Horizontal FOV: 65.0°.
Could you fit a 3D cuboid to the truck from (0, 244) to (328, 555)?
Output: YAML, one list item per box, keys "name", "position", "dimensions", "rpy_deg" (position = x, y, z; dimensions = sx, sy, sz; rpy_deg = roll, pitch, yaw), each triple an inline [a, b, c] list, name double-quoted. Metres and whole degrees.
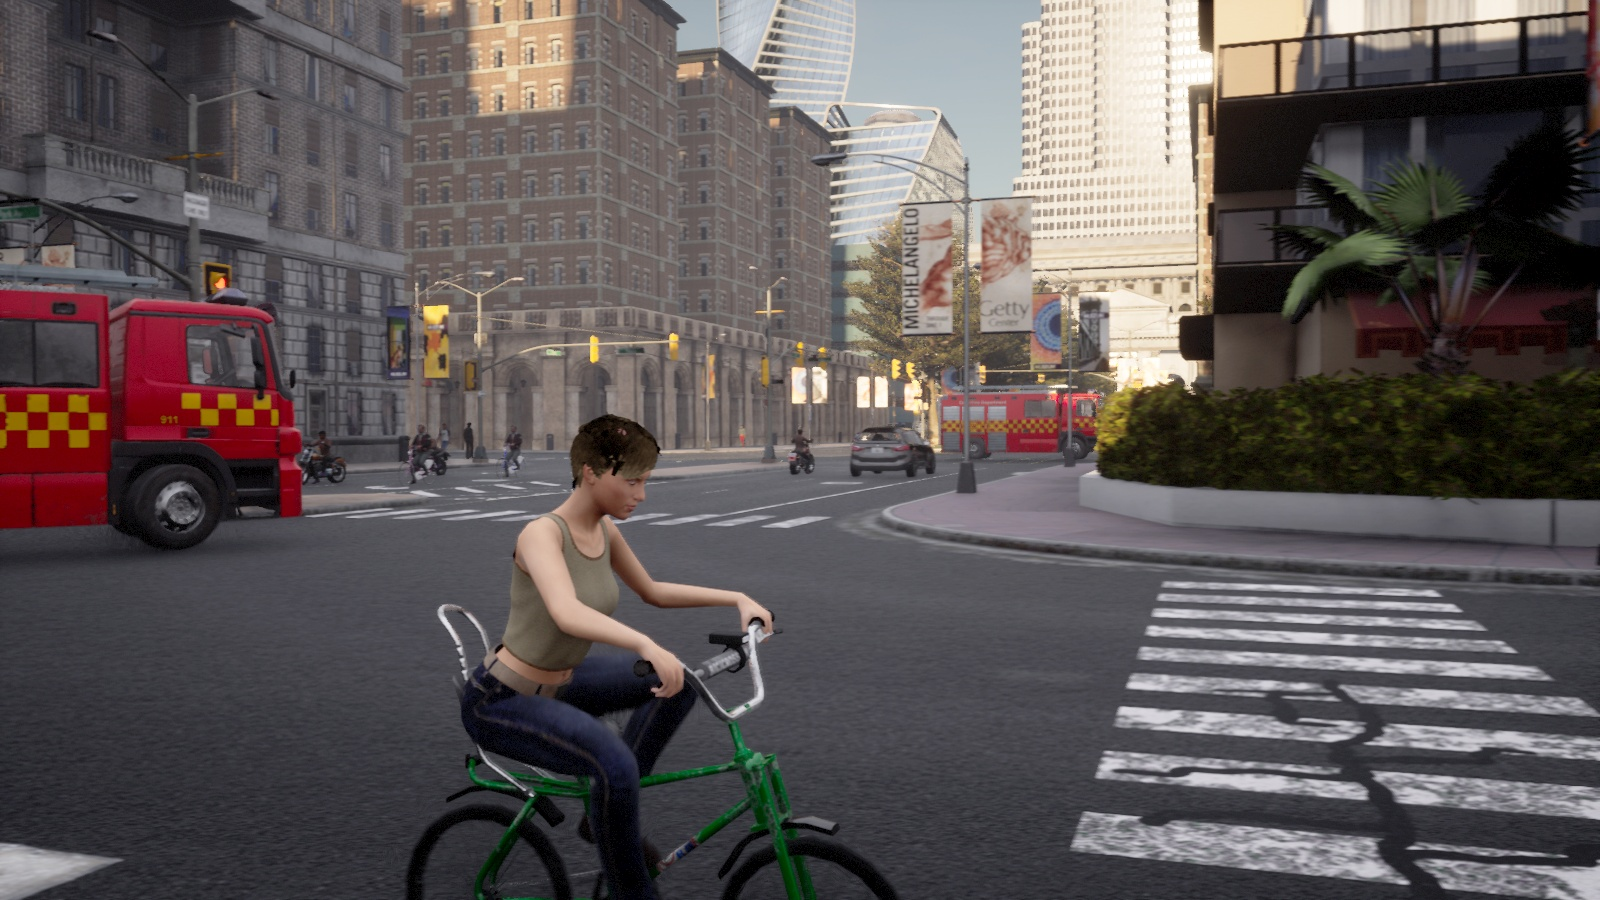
- name: "truck"
  position: [-10.971, -0.643, 16.474]
  dimensions: [8.468, 3.827, 2.891]
  rpy_deg: [0, 1, -36]

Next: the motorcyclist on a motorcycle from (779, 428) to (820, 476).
- name: "motorcyclist on a motorcycle"
  position: [-0.004, 0.060, 44.773]
  dimensions: [0.766, 1.649, 2.350]
  rpy_deg: [1, 1, 18]

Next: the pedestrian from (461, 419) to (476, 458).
- name: "pedestrian"
  position: [-16.722, -0.593, 63.298]
  dimensions: [0.395, 1.930, 0.692]
  rpy_deg: [1, 1, 21]

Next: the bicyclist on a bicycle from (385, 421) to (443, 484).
- name: "bicyclist on a bicycle"
  position: [-11.163, 0.072, 36.390]
  dimensions: [0.659, 1.776, 1.843]
  rpy_deg: [1, 1, 18]

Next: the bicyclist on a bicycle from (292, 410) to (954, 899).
- name: "bicyclist on a bicycle"
  position: [-0.429, 0.708, 3.342]
  dimensions: [1.509, 1.612, 0.866]
  rpy_deg: [1, 1, 19]

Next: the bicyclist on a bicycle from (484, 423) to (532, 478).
- name: "bicyclist on a bicycle"
  position: [-9.575, 0.001, 41.243]
  dimensions: [0.659, 1.776, 1.843]
  rpy_deg: [1, 1, 18]

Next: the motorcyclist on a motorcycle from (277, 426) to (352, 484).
- name: "motorcyclist on a motorcycle"
  position: [-14.473, 0.121, 37.529]
  dimensions: [0.766, 1.649, 2.350]
  rpy_deg: [1, 1, 18]

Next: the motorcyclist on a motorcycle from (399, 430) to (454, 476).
- name: "motorcyclist on a motorcycle"
  position: [-12.730, 0.074, 42.857]
  dimensions: [0.797, 1.523, 2.044]
  rpy_deg: [1, 1, 18]

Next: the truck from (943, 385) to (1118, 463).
- name: "truck"
  position: [11.828, -1.326, 64.443]
  dimensions: [8.468, 3.827, 2.891]
  rpy_deg: [1, 1, 18]

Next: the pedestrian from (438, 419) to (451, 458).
- name: "pedestrian"
  position: [-17.073, -0.546, 60.285]
  dimensions: [0.354, 1.836, 0.706]
  rpy_deg: [0, 1, 10]

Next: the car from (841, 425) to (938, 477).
- name: "car"
  position: [3.155, -0.009, 43.176]
  dimensions: [2.242, 1.667, 4.611]
  rpy_deg: [1, 1, 18]
